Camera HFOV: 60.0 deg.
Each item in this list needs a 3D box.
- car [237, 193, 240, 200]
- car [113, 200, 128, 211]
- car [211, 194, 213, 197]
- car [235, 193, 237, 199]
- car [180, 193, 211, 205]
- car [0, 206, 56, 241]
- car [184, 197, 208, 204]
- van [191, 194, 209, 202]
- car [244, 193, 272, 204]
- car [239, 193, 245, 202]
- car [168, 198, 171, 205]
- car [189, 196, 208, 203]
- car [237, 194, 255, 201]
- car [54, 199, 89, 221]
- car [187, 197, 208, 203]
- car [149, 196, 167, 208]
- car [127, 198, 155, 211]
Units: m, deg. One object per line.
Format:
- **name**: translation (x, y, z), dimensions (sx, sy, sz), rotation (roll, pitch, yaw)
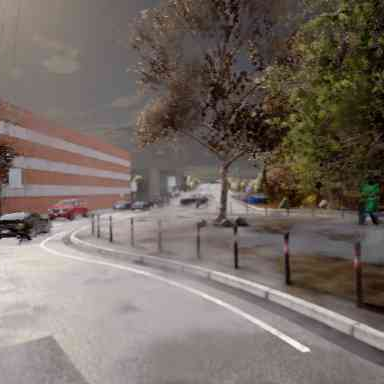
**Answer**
- **car**: translation (13.992, 1.547, 79.023), dimensions (5.008, 1.535, 2.097), rotation (-1, 0, 4)
- **car**: translation (-10.626, 2.048, 50.850), dimensions (2.128, 1.511, 4.902), rotation (-1, 0, 5)
- **car**: translation (2.505, 1.839, 91.154), dimensions (5.366, 1.575, 1.946), rotation (-1, 0, 4)
- **car**: translation (14.859, 1.569, 90.409), dimensions (5.008, 1.535, 2.097), rotation (-1, 0, 4)
- **car**: translation (0.354, 1.538, 65.813), dimensions (5.566, 2.045, 2.435), rotation (-1, 0, 4)
- **car**: translation (-9.657, 1.845, 19.090), dimensions (1.882, 1.535, 5.008), rotation (-2, 0, -8)
- **car**: translation (0.812, 1.806, 71.447), dimensions (5.008, 1.535, 2.097), rotation (-1, 0, 4)
- **van**: translation (2.002, 1.607, 85.525), dimensions (4.442, 1.987, 1.878), rotation (-1, 0, 4)
- **car**: translation (12.647, 1.369, 62.126), dimensions (4.553, 1.767, 2.185), rotation (-1, 0, 4)
- **car**: translation (13.119, 1.270, 67.887), dimensions (5.566, 2.045, 2.435), rotation (-1, 0, 4)
- **car**: translation (-5.609, 1.881, 69.974), dimensions (2.128, 1.511, 4.902), rotation (-1, 0, 5)
- **car**: translation (1.648, 1.860, 82.718), dimensions (4.792, 1.488, 2.163), rotation (-1, 0, 4)
- **car**: translation (15.106, 1.448, 93.222), dimensions (4.553, 1.767, 2.185), rotation (-1, 0, 4)
- **car**: translation (-12.265, 1.719, 33.354), dimensions (2.150, 2.045, 5.566), rotation (-1, 0, 6)
- **car**: translation (1.245, 1.859, 77.081), dimensions (4.674, 1.452, 2.002), rotation (-1, 0, 4)
- **car**: translation (-6.512, 1.732, 59.631), dimensions (2.150, 2.045, 5.566), rotation (-1, 0, 5)
- **car**: translation (-7.389, 2.023, 48.644), dimensions (2.033, 1.411, 5.357), rotation (-1, 0, 5)
